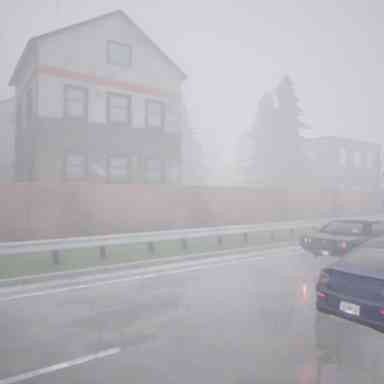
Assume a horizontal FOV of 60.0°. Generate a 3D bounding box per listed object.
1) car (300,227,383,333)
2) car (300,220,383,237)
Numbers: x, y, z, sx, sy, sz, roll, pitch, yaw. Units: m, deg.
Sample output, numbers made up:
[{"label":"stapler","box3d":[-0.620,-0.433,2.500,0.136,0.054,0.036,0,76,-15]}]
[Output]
[{"label":"car","box3d":[4.187,1.551,6.207,4.674,1.442,1.812,0,0,-35]},{"label":"car","box3d":[6.033,1.642,11.812,4.718,1.301,1.895,0,0,-35]}]
